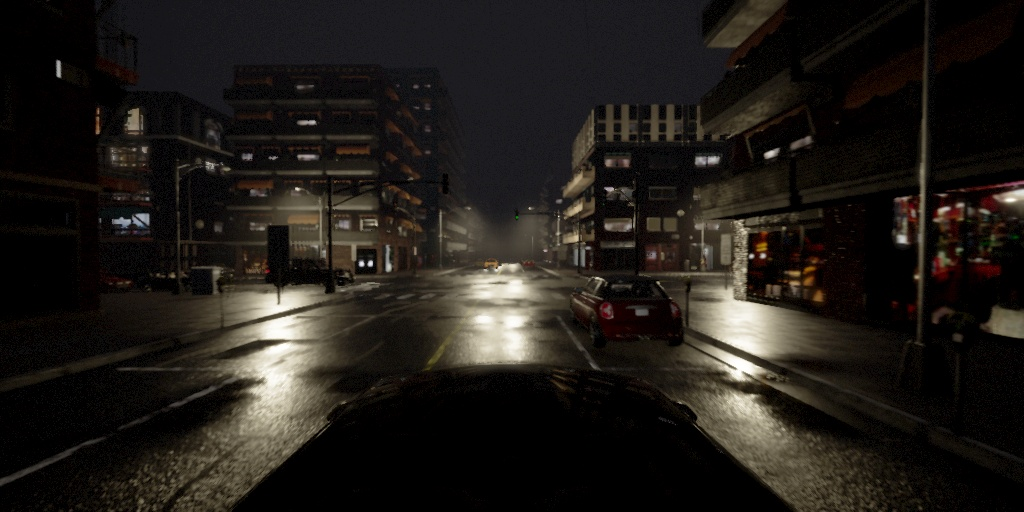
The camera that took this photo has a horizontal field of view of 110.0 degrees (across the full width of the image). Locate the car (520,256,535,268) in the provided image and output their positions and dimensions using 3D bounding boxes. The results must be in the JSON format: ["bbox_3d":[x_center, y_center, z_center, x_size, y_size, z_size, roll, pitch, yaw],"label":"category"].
[{"bbox_3d":[2.700,1.150,58.615,1.967,1.591,4.097,0,0,0],"label":"car"}]

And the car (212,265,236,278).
[{"bbox_3d":[-26.245,1.461,30.812,4.403,1.370,2.007,0,0,0],"label":"car"}]

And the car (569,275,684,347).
[{"bbox_3d":[2.690,1.183,9.330,1.967,1.591,4.097,0,0,0],"label":"car"}]

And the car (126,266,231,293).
[{"bbox_3d":[-20.708,1.532,22.428,4.403,1.370,2.007,0,0,0],"label":"car"}]

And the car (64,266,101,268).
[{"bbox_3d":[-37.495,1.467,30.886,4.097,1.591,1.967,0,0,0],"label":"car"}]

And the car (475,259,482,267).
[{"bbox_3d":[-5.646,1.233,64.155,1.751,1.417,4.829,0,0,0],"label":"car"}]

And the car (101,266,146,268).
[{"bbox_3d":[-31.870,1.534,30.849,4.313,1.339,1.948,0,0,0],"label":"car"}]

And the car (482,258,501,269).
[{"bbox_3d":[-3.047,1.190,53.848,1.882,1.535,5.008,0,0,0],"label":"car"}]

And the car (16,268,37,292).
[{"bbox_3d":[-31.959,1.647,22.502,4.403,1.370,2.007,0,0,0],"label":"car"}]

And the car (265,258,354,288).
[{"bbox_3d":[-14.050,1.204,25.029,5.566,2.045,2.150,1,1,0],"label":"car"}]

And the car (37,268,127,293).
[{"bbox_3d":[-26.334,1.620,22.466,4.207,1.307,1.802,0,0,0],"label":"car"}]
